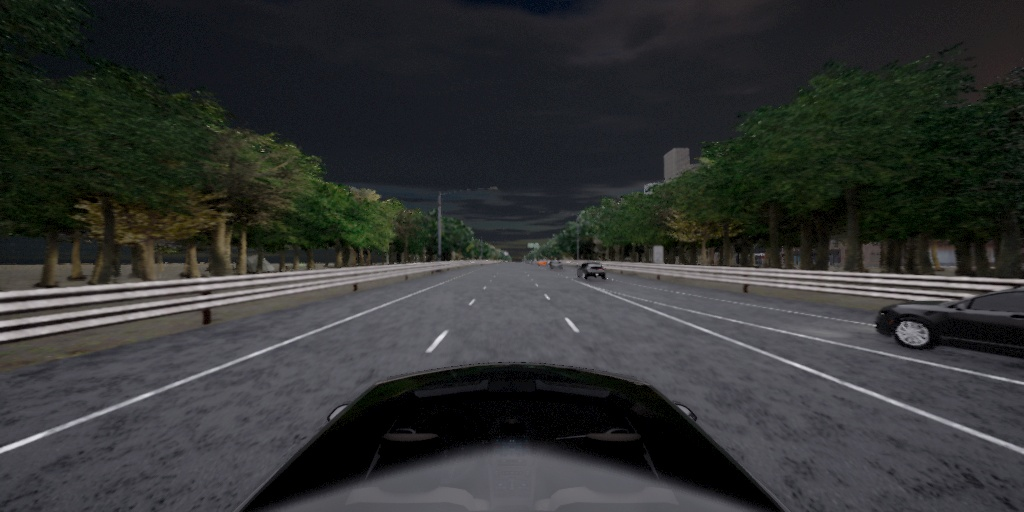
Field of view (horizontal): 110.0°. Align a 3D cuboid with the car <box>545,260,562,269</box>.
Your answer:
[{"bbox_3d":[7.028,1.375,58.695,2.128,1.511,4.902,0,0,0],"label":"car"}]

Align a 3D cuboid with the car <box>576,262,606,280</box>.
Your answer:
[{"bbox_3d":[7.024,1.309,32.133,1.837,1.490,4.892,0,0,0],"label":"car"}]

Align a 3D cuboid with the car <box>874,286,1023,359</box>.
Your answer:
[{"bbox_3d":[9.808,1.280,6.470,1.837,1.490,4.892,0,0,-13],"label":"car"}]
